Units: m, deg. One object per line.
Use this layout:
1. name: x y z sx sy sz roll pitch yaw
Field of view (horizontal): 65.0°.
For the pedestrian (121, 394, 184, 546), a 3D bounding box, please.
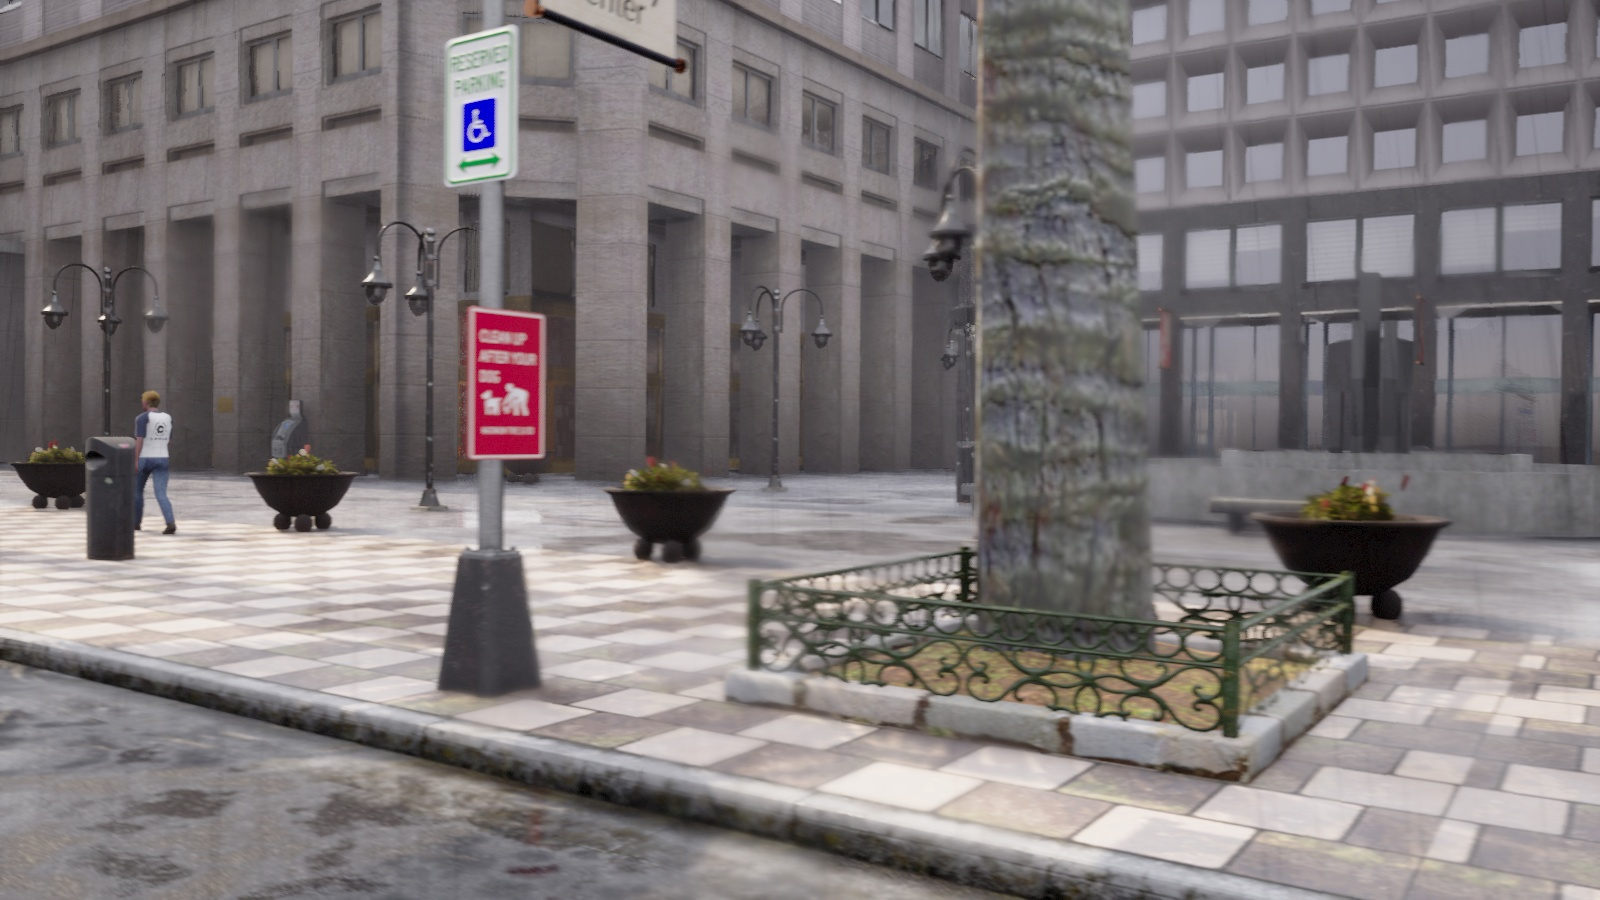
1. pedestrian: -8.004 0.242 15.513 0.706 1.836 0.354 0 1 32
